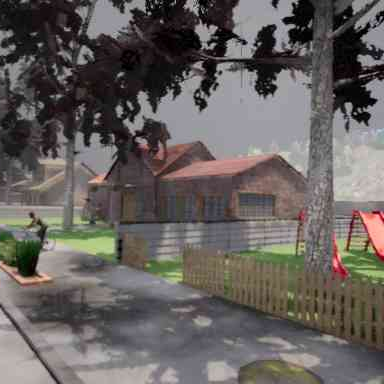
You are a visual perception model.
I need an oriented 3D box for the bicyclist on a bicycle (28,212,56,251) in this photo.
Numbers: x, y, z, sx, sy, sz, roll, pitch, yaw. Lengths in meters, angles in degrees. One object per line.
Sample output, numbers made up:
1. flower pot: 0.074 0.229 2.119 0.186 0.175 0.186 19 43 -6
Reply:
1. bicyclist on a bicycle: -6.307 1.619 13.369 1.656 1.620 0.582 2 -2 -40
